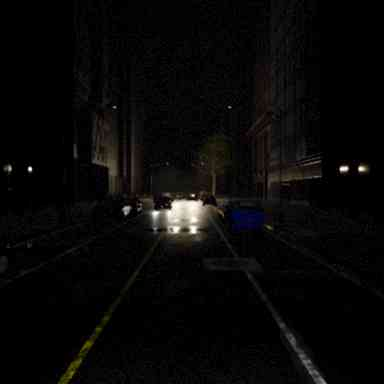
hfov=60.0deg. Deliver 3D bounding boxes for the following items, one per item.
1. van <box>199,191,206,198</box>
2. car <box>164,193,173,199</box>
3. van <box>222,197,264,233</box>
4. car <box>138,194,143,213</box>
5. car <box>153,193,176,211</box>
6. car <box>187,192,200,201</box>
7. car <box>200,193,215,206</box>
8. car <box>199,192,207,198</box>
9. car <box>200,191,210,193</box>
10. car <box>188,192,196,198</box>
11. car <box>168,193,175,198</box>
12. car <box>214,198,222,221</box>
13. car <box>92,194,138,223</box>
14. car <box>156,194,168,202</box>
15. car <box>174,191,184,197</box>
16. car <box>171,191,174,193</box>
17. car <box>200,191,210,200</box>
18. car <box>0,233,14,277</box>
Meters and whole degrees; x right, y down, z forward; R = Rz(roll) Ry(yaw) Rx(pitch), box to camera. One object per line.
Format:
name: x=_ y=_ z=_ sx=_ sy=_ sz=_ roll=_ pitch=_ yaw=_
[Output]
van: x=2.860 y=0.677 z=91.873 sx=1.690 sy=1.788 sz=3.998 roll=0 pitch=0 yaw=0
car: x=-5.666 y=0.949 z=80.608 sx=1.887 sy=1.381 sz=4.507 roll=0 pitch=0 yaw=0
van: x=2.859 y=1.211 z=18.558 sx=1.690 sy=1.788 sz=3.998 roll=0 pitch=0 yaw=0
car: x=-5.666 y=1.094 z=29.860 sx=2.192 sy=1.841 sz=5.009 roll=0 pitch=0 yaw=0
car: x=-3.093 y=1.226 z=36.678 sx=1.837 sy=1.490 sz=4.892 roll=0 pitch=0 yaw=0
car: x=0.001 y=1.073 z=63.778 sx=1.994 sy=1.385 sz=4.181 roll=0 pitch=0 yaw=0
car: x=2.352 y=1.173 z=45.341 sx=1.812 sy=1.442 sz=4.674 roll=0 pitch=0 yaw=0
car: x=2.859 y=0.810 z=86.234 sx=1.967 sy=1.590 sz=4.097 roll=0 pitch=0 yaw=0
car: x=2.860 y=0.989 z=58.037 sx=1.967 sy=1.590 sz=4.097 roll=0 pitch=0 yaw=0
car: x=0.001 y=0.751 z=82.108 sx=1.882 sy=1.535 sz=5.008 roll=0 pitch=0 yaw=0
car: x=-5.666 y=0.918 z=91.887 sx=1.802 sy=1.307 sz=4.206 roll=0 pitch=0 yaw=0
car: x=2.860 y=1.349 z=24.371 sx=1.752 sy=1.417 sz=4.829 roll=0 pitch=0 yaw=0
car: x=-5.666 y=1.140 z=24.220 sx=2.192 sy=1.841 sz=5.009 roll=0 pitch=0 yaw=0
car: x=-5.666 y=1.076 z=63.692 sx=1.947 sy=1.339 sz=4.313 roll=0 pitch=0 yaw=0
car: x=-2.999 y=0.602 z=78.468 sx=2.097 sy=1.767 sz=4.553 roll=0 pitch=0 yaw=0
car: x=-5.666 y=0.879 z=74.969 sx=1.967 sy=1.590 sz=4.097 roll=0 pitch=0 yaw=0
car: x=2.859 y=0.754 z=74.954 sx=2.192 sy=1.841 sz=5.009 roll=0 pitch=0 yaw=0
car: x=-5.668 y=1.502 z=7.303 sx=2.008 sy=1.369 sz=4.403 roll=0 pitch=0 yaw=0
